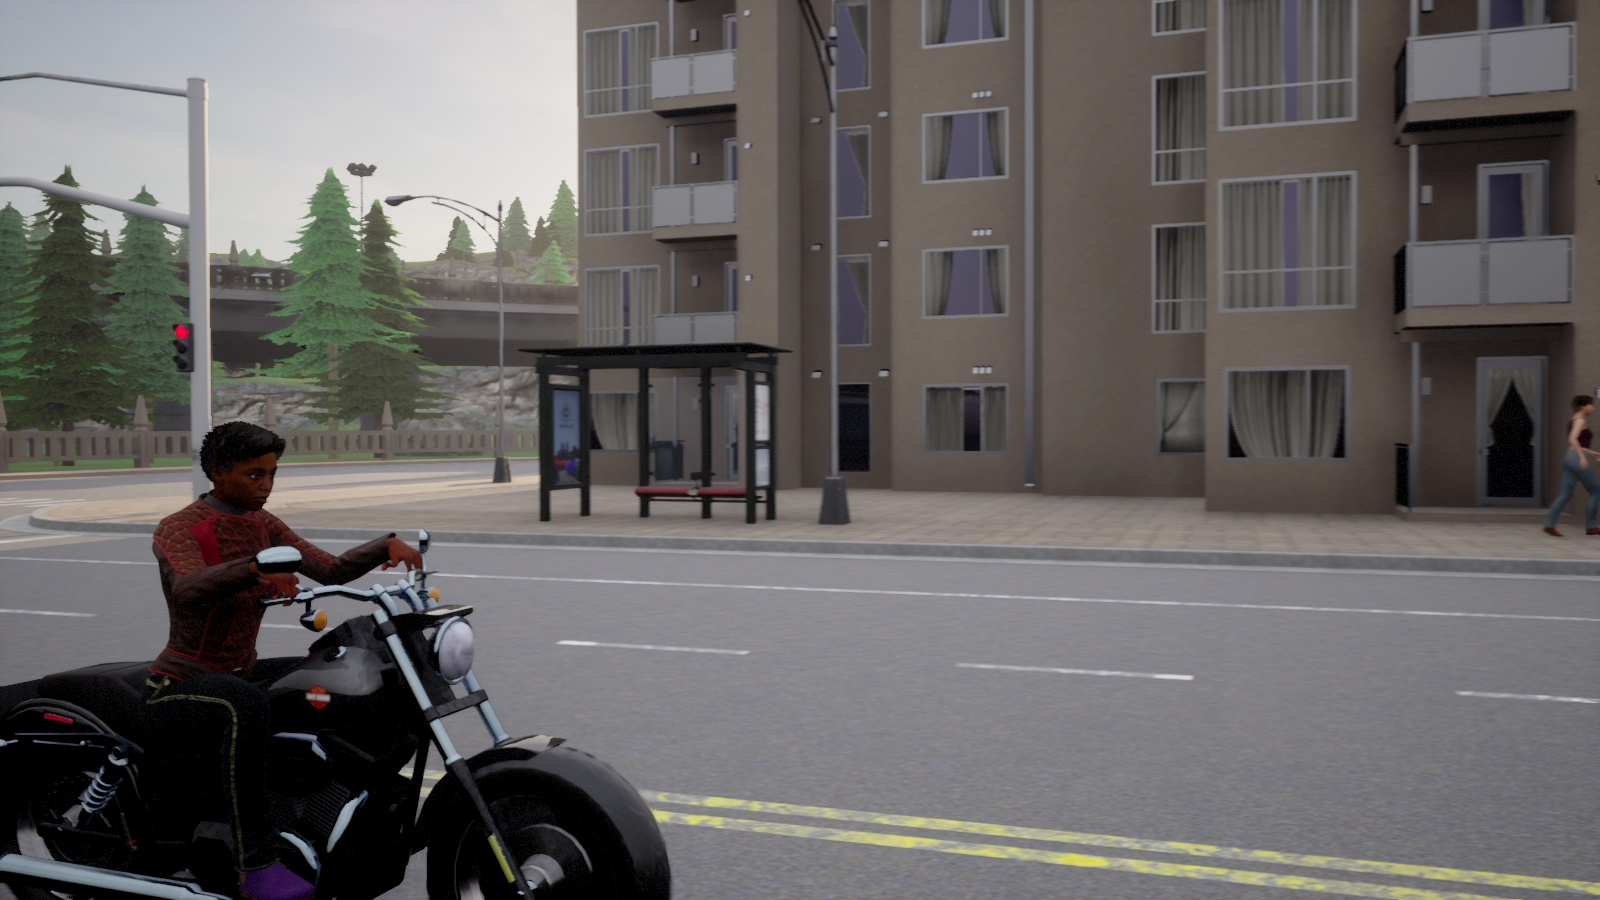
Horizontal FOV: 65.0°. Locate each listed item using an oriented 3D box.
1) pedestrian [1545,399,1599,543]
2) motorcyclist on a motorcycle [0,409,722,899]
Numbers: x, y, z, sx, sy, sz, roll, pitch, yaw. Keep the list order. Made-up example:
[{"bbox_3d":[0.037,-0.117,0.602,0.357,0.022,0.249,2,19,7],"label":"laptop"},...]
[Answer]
[{"bbox_3d":[9.971,0.264,16.146,0.594,1.836,0.345,0,1,15],"label":"pedestrian"},{"bbox_3d":[-1.469,0.712,3.687,2.350,1.649,0.766,1,1,19],"label":"motorcyclist on a motorcycle"}]
